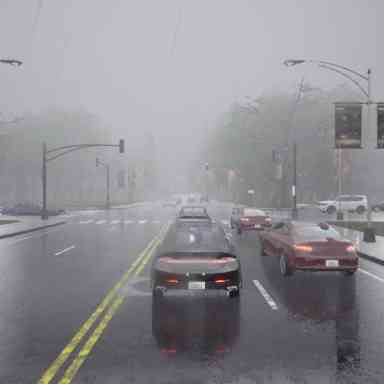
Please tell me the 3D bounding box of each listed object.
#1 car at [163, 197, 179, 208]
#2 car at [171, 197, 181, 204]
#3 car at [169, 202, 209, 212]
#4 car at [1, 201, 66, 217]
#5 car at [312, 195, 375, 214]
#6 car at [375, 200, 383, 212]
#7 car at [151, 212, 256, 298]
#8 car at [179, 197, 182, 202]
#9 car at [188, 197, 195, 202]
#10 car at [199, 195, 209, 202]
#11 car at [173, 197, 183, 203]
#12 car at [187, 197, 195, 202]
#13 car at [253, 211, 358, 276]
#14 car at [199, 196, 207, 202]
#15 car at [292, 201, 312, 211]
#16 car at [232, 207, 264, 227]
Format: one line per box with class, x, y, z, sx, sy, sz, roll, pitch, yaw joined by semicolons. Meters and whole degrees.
car;-3.448;1.760;52.051;1.895;1.301;4.718;0;0;0
car;-3.395;1.851;71.314;1.994;1.385;4.181;0;-1;0
car;0.065;1.517;17.906;2.128;1.511;4.902;0;0;0
car;-14.371;1.571;30.312;5.357;1.411;2.033;0;0;4
car;17.031;1.399;37.607;5.566;2.045;2.150;0;0;-1
car;23.915;1.695;40.919;5.008;1.535;1.882;0;0;0
car;0.083;1.496;8.498;2.128;1.511;4.902;0;0;0
car;-3.440;1.706;61.404;2.128;1.511;4.902;0;0;0
car;-0.189;1.965;92.995;1.994;1.385;4.181;0;-1;0
car;3.083;1.642;82.614;2.150;2.045;5.566;0;-1;0
car;-3.416;1.946;81.791;2.033;1.411;5.357;0;-1;0
car;-0.166;1.893;82.541;1.882;1.535;5.008;0;-1;0
car;3.326;1.533;10.219;1.812;1.442;4.674;0;0;0
car;3.061;1.952;93.002;2.033;1.411;5.357;0;-1;0
car;14.784;1.772;40.829;4.718;1.301;1.895;0;0;0
car;3.322;1.555;19.027;1.812;1.442;4.674;0;0;1
